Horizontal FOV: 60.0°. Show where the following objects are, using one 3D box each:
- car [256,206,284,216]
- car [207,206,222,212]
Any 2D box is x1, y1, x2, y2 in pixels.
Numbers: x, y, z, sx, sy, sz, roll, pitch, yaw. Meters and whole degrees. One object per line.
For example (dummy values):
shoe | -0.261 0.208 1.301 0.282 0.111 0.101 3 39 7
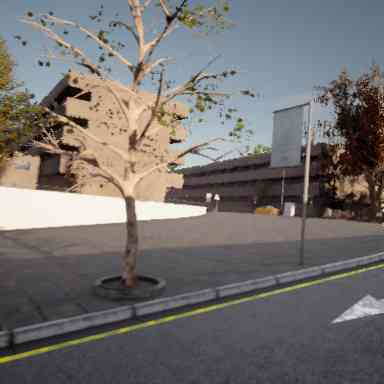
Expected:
car | 11.038 2.696 47.255 1.882 1.535 5.008 6 -4 -23
car | 3.881 3.500 62.760 2.128 1.511 4.902 6 -6 -25
